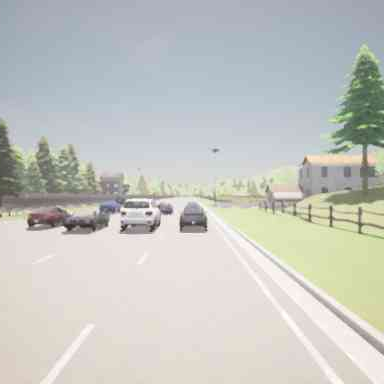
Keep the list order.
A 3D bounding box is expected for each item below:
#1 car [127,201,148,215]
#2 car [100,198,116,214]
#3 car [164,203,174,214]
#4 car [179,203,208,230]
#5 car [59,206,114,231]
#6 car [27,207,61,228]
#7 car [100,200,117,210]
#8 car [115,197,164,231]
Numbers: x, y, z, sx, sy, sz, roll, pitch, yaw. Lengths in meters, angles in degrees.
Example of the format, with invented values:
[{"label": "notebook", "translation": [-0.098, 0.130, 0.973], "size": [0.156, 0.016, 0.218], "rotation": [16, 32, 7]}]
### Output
[{"label": "car", "translation": [-6.902, 1.962, 42.576], "size": [1.882, 1.535, 5.008], "rotation": [0, 0, 0]}, {"label": "car", "translation": [-10.402, 1.962, 42.577], "size": [1.882, 1.535, 5.008], "rotation": [0, 0, 0]}, {"label": "car", "translation": [-3.402, 2.039, 41.703], "size": [1.994, 1.385, 4.181], "rotation": [0, -1, 0]}, {"label": "car", "translation": [0.099, 1.757, 23.240], "size": [2.128, 1.511, 4.902], "rotation": [0, -1, 0]}, {"label": "car", "translation": [-6.902, 1.856, 22.333], "size": [1.895, 1.301, 4.718], "rotation": [0, -1, 0]}, {"label": "car", "translation": [-10.415, 1.805, 24.552], "size": [1.812, 1.442, 4.674], "rotation": [0, -1, 0]}, {"label": "car", "translation": [-14.003, 2.162, 55.985], "size": [1.812, 1.442, 4.674], "rotation": [0, -1, 0]}, {"label": "car", "translation": [-3.401, 1.483, 22.761], "size": [2.150, 2.045, 5.566], "rotation": [0, 0, 0]}]
